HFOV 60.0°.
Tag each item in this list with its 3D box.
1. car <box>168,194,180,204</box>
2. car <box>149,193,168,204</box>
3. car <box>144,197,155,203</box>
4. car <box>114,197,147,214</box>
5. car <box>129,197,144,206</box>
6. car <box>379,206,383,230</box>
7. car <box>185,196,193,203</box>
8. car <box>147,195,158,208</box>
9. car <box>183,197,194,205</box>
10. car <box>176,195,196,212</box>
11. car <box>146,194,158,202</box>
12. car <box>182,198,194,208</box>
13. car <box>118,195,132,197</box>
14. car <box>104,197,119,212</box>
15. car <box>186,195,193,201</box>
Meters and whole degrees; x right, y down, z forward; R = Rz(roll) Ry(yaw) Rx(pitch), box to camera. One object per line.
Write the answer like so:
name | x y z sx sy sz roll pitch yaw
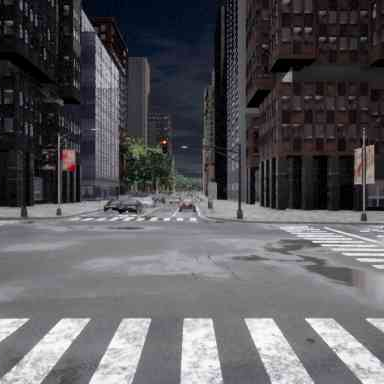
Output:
car | -3.398 1.667 65.653 1.895 1.301 4.718 0 0 0
car | -6.427 1.283 64.990 2.150 2.045 5.566 0 0 0
car | -9.189 1.663 71.573 1.802 1.307 4.206 0 0 0
car | -6.367 1.544 35.146 2.033 1.411 5.357 0 0 0
car | -9.118 1.566 55.124 1.752 1.417 4.829 0 0 0
car | 14.844 1.723 20.974 4.902 1.511 2.128 1 0 0
car | -0.665 1.607 71.770 1.752 1.417 4.829 0 0 0
car | -6.416 1.550 47.461 1.812 1.442 4.674 0 0 0
car | -0.617 1.599 60.750 1.887 1.381 4.507 0 0 0
car | -0.524 1.445 39.051 1.967 1.590 4.097 0 0 0
car | -9.213 1.411 76.999 2.192 1.841 5.009 0 0 0
car | -0.570 1.611 49.900 1.802 1.307 4.206 0 0 0
car | -9.073 1.332 44.443 2.192 1.841 5.009 0 0 0
car | -9.049 1.571 39.017 1.947 1.339 4.313 0 0 0
car | -0.758 1.689 93.300 1.887 1.381 4.507 0 0 0
